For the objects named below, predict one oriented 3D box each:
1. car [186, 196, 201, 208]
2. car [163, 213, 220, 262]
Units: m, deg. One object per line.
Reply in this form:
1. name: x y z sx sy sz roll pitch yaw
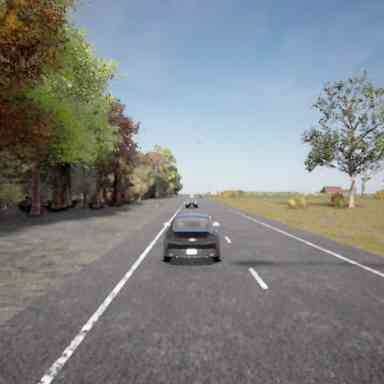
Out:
1. car: -0.027 1.793 52.393 1.895 1.301 4.718 0 0 0
2. car: -0.008 1.558 12.396 1.837 1.490 4.892 0 0 0
